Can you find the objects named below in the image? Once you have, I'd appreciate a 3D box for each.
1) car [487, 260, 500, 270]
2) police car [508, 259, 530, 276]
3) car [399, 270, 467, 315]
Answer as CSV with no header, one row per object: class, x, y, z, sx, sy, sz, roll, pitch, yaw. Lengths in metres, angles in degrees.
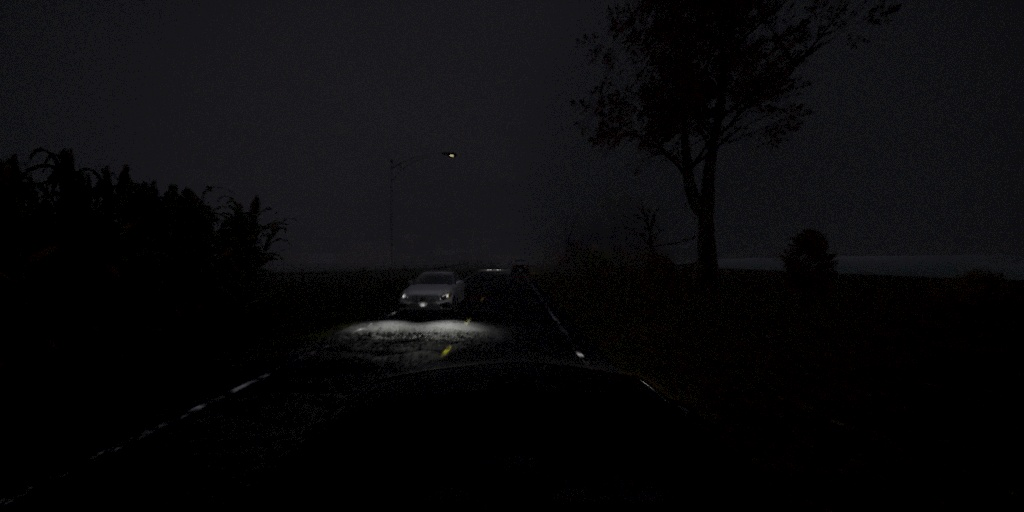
car,-2.797,1.346,55.621,2.033,1.411,5.357,0,0,1
police car,0.824,1.196,37.556,1.930,1.638,5.238,0,0,0
car,-2.837,1.276,13.715,1.812,1.442,4.674,0,0,0
